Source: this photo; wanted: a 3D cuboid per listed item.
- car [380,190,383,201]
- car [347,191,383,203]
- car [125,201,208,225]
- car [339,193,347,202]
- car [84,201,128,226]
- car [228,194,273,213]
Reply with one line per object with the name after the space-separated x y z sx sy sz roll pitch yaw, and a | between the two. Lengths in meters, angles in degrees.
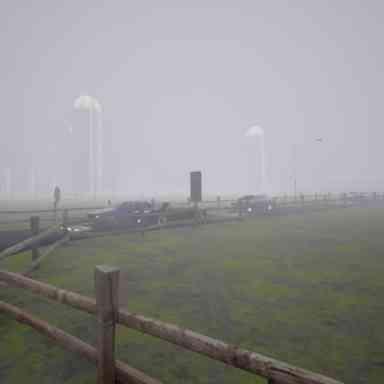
28.412 0.402 46.795 4.892 1.490 1.837 -1 0 -42 | car
21.155 0.627 40.101 5.357 1.411 2.033 -1 0 -42 | car
-1.245 1.252 19.705 4.718 1.301 1.895 -1 0 -42 | car
21.616 0.607 44.330 5.357 1.411 2.033 -1 0 -42 | car
-3.989 1.259 21.050 5.357 1.411 2.033 -1 0 -43 | car
5.248 0.979 29.490 4.892 1.490 1.837 -2 1 -42 | car
